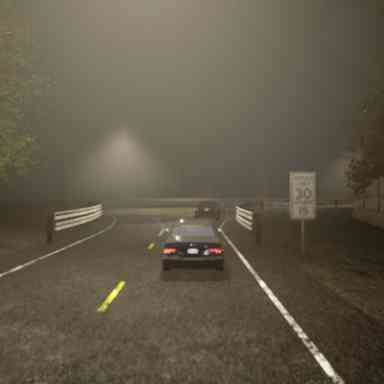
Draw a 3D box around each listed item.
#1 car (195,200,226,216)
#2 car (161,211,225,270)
[{"bbox_3d":[1.675,1.491,29.158,2.097,1.767,4.553,0,0,13],"label":"car"},{"bbox_3d":[0.043,1.601,11.175,2.033,1.411,5.357,0,0,0],"label":"car"}]
